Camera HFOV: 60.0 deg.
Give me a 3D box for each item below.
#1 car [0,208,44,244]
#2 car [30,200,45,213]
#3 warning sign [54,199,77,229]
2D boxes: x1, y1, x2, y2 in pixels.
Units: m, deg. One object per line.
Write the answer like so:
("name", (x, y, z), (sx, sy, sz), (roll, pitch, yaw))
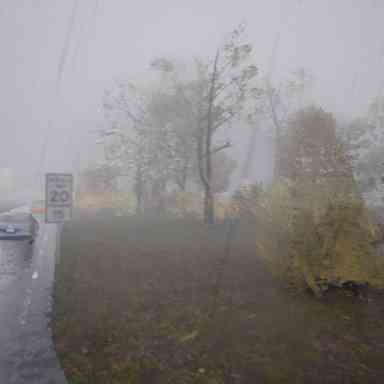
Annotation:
("car", (-8.785, 1.731, 16.672), (2.033, 1.411, 5.357), (1, -1, -22))
("car", (-18.562, 1.806, 40.763), (2.097, 1.767, 4.553), (1, -1, -22))
("warning sign", (-8.241, 1.392, 21.649), (1.300, 1.860, 1.060), (1, -1, -22))
